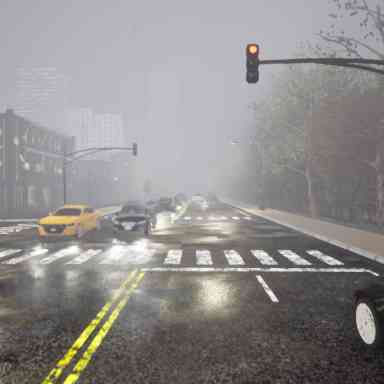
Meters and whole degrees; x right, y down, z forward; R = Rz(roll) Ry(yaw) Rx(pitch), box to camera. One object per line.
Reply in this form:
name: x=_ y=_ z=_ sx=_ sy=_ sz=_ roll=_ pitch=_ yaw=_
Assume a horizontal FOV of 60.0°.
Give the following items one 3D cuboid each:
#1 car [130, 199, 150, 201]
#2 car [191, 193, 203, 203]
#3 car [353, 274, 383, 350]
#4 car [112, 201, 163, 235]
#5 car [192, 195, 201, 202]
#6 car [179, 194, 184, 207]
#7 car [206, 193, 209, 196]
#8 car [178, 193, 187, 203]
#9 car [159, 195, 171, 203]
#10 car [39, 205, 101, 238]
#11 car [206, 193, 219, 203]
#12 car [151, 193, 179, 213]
car: x=-6.084 y=1.549 z=35.263 sx=1.994 sy=1.385 sz=4.181 roll=0 pitch=0 yaw=1
car: x=1.071 y=1.189 z=66.094 sx=2.150 sy=2.045 sz=5.566 roll=0 pitch=0 yaw=1
car: x=3.393 y=1.477 z=3.175 sx=1.882 sy=1.535 sz=5.008 roll=0 pitch=0 yaw=1
car: x=-3.078 y=1.485 z=18.632 sx=2.128 sy=1.511 sz=4.902 roll=0 pitch=0 yaw=1
car: x=1.124 y=1.500 z=76.718 sx=2.033 sy=1.411 sz=5.357 roll=0 pitch=0 yaw=1
car: x=-2.587 y=1.481 z=51.675 sx=1.837 sy=1.490 sz=4.892 roll=0 pitch=0 yaw=1
car: x=4.373 y=1.185 z=76.593 sx=2.150 sy=2.045 sz=5.566 roll=0 pitch=0 yaw=1
car: x=-2.233 y=1.188 z=69.357 sx=2.150 sy=2.045 sz=5.566 roll=0 pitch=0 yaw=1
car: x=-5.517 y=1.441 z=67.591 sx=1.882 sy=1.535 sz=5.008 roll=0 pitch=0 yaw=1
car: x=-6.341 y=1.471 z=17.797 sx=1.882 sy=1.535 sz=5.008 roll=0 pitch=0 yaw=1
car: x=4.320 y=1.472 z=66.131 sx=1.837 sy=1.490 sz=4.892 roll=0 pitch=0 yaw=1
car: x=-2.819 y=1.337 z=36.196 sx=2.097 sy=1.767 sz=4.553 roll=0 pitch=0 yaw=1
